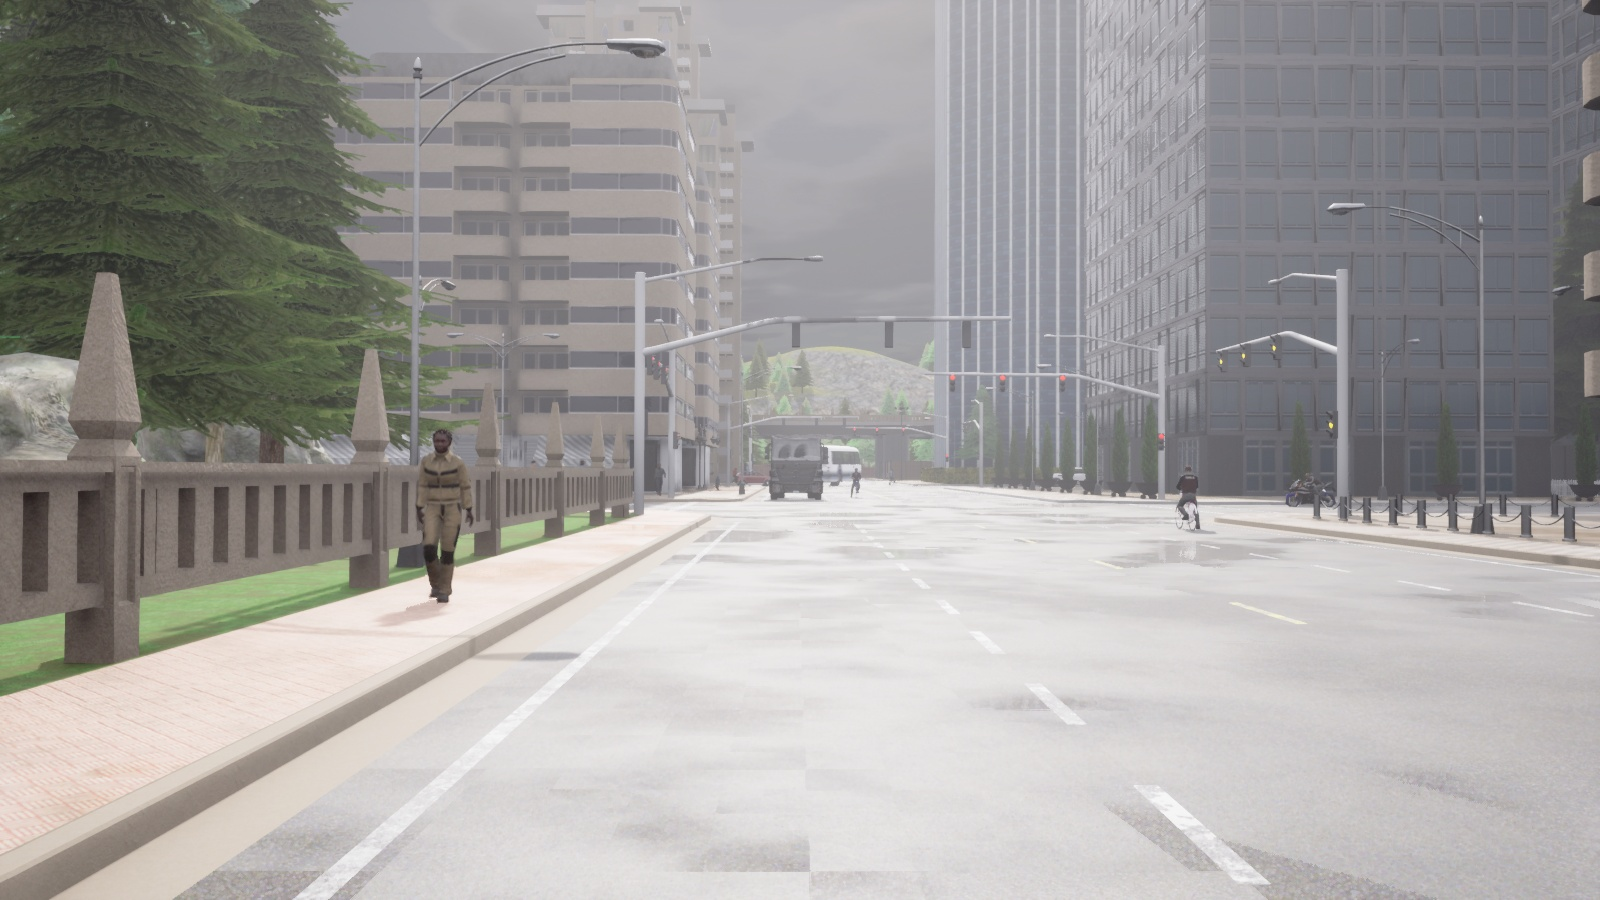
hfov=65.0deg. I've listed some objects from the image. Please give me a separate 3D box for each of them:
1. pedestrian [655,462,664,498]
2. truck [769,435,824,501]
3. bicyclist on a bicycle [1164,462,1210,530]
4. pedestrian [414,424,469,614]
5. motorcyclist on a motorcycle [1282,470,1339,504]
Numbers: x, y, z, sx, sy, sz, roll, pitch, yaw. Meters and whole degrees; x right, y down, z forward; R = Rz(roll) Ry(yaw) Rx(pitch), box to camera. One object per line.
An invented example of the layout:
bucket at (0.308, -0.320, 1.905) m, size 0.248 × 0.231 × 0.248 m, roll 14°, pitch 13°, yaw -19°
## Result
pedestrian at (-7.705, 1.650, 68.746) m, size 0.423 × 1.949 × 0.788 m, roll 0°, pitch -1°, yaw 0°
truck at (-0.204, 1.010, 70.268) m, size 2.891 × 3.462 × 7.936 m, roll 0°, pitch -1°, yaw 0°
bicyclist on a bicycle at (10.403, 1.210, 33.844) m, size 0.659 × 1.776 × 1.843 m, roll 0°, pitch -1°, yaw 0°
pedestrian at (-3.739, 0.708, 13.128) m, size 0.396 × 1.930 × 0.692 m, roll 0°, pitch -1°, yaw -2°
motorcyclist on a motorcycle at (22.751, 1.641, 55.963) m, size 2.191 × 1.530 × 0.866 m, roll 0°, pitch -1°, yaw 0°
